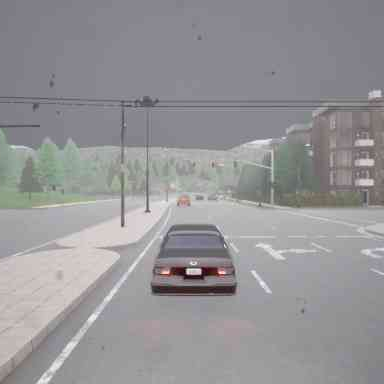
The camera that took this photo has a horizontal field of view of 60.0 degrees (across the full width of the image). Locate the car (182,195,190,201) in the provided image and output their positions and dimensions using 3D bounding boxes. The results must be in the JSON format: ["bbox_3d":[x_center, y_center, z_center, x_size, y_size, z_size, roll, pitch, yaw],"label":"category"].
[{"bbox_3d":[-1.523,1.523,85.357,1.812,1.442,4.674,0,0,0],"label":"car"}]

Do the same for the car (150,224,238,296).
[{"bbox_3d":[0.042,1.547,8.787,2.033,1.411,5.357,0,0,0],"label":"car"}]

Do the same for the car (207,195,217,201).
[{"bbox_3d":[5.477,1.539,85.403,2.033,1.411,5.357,0,0,0],"label":"car"}]

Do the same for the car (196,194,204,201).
[{"bbox_3d":[1.977,1.477,85.396,1.882,1.535,5.008,0,0,0],"label":"car"}]

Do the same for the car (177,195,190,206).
[{"bbox_3d":[-1.359,1.352,54.532,2.097,1.767,4.553,0,0,-1],"label":"car"}]
